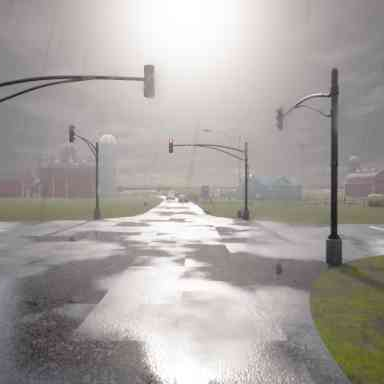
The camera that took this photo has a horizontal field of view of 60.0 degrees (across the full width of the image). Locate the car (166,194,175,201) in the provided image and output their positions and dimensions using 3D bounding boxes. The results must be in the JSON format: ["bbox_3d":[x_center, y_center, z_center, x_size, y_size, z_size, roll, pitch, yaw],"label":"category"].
[{"bbox_3d":[-4.735,1.182,73.929,1.812,1.442,4.674,0,0,-3],"label":"car"}]

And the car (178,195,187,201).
[{"bbox_3d":[-2.361,1.463,79.914,1.837,1.490,4.892,0,0,-4],"label":"car"}]

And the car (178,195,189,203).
[{"bbox_3d":[-1.747,1.623,69.930,1.895,1.301,4.718,0,0,-3],"label":"car"}]
